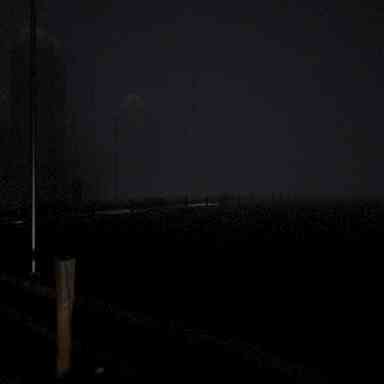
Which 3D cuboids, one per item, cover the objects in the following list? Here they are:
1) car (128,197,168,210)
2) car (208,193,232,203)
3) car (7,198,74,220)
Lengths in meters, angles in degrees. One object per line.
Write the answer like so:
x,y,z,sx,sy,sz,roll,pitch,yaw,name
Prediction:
-4.758,1.188,36.143,1.895,1.301,4.718,1,1,35,car
4.127,0.866,48.706,2.128,1.511,4.902,1,1,36,car
-11.796,1.239,26.143,1.882,1.535,5.008,1,2,35,car
